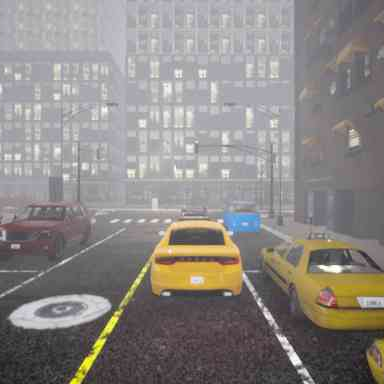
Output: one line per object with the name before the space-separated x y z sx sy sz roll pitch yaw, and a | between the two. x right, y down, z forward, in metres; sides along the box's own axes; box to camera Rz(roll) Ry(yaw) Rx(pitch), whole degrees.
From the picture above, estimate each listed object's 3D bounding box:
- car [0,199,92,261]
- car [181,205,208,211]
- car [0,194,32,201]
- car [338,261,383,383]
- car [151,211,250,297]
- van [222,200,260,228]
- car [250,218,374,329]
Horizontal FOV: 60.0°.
car | -5.292 1.315 12.495 2.192 1.841 5.009 0 0 0
car | 0.133 1.492 19.095 2.128 1.511 4.902 0 0 0
car | -20.815 1.104 38.136 5.009 1.841 2.192 1 -1 0
car | 2.570 1.525 1.372 1.752 1.417 4.829 0 0 0
car | 0.112 1.477 8.624 1.882 1.535 5.008 0 0 0
van | 2.597 1.342 18.123 1.690 1.788 3.998 0 0 0
car | 2.579 1.525 7.012 1.752 1.417 4.829 0 0 0
